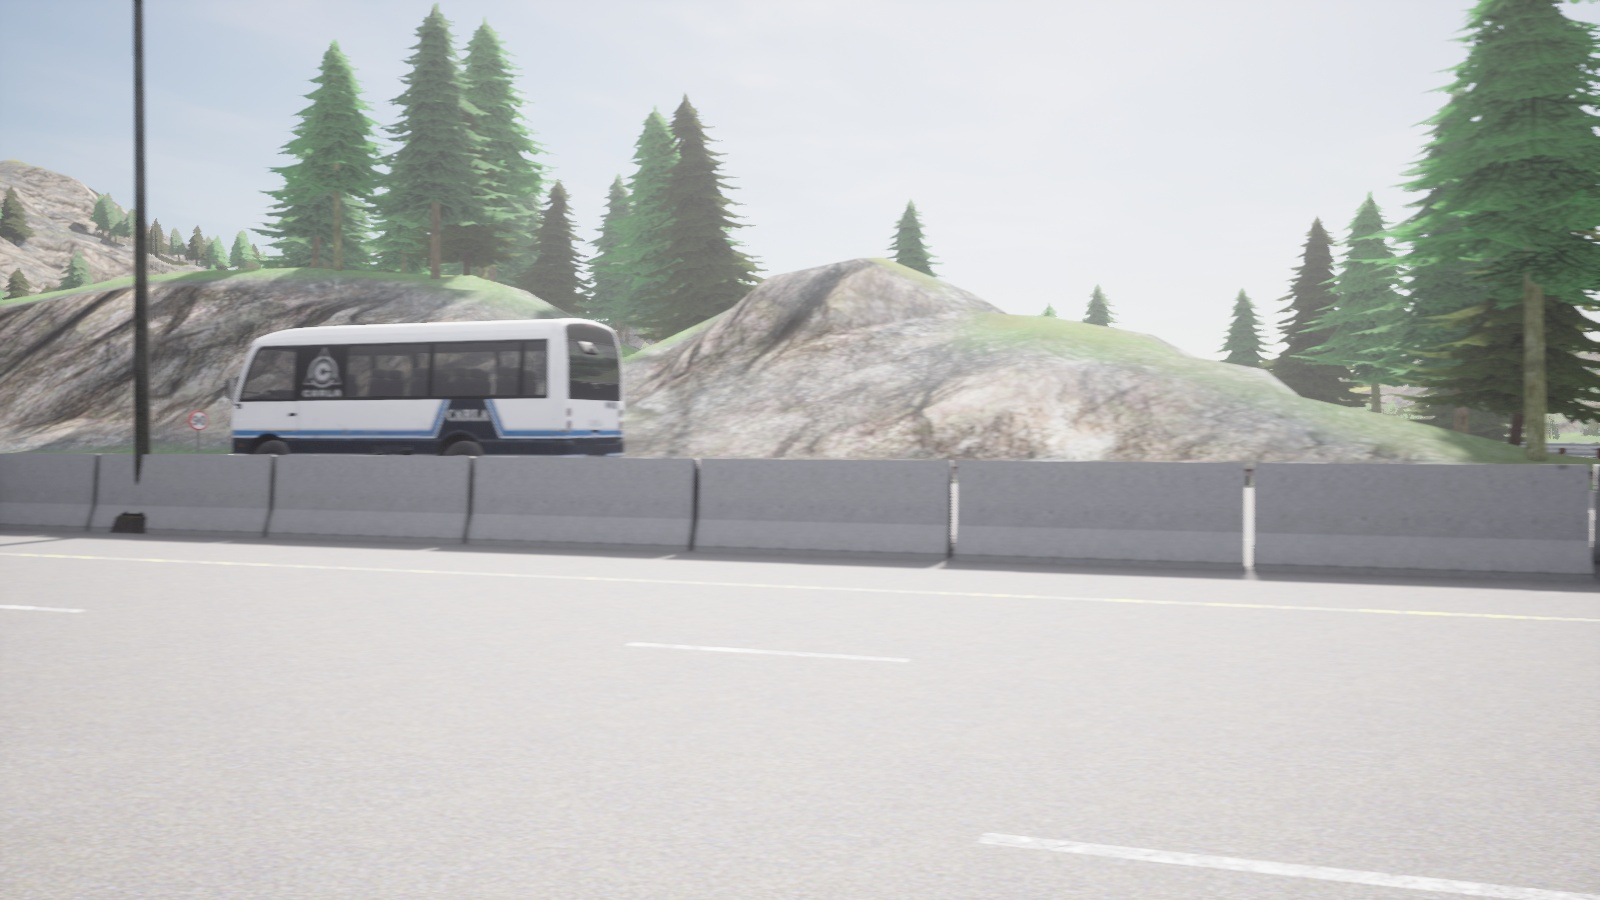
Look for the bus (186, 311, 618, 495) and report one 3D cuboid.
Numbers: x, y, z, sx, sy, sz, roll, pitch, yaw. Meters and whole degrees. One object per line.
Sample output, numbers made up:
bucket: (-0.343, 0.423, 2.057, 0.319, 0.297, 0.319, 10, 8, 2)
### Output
bus: (-10.257, -1.174, 32.473, 10.273, 4.253, 3.944, 1, 1, 19)
